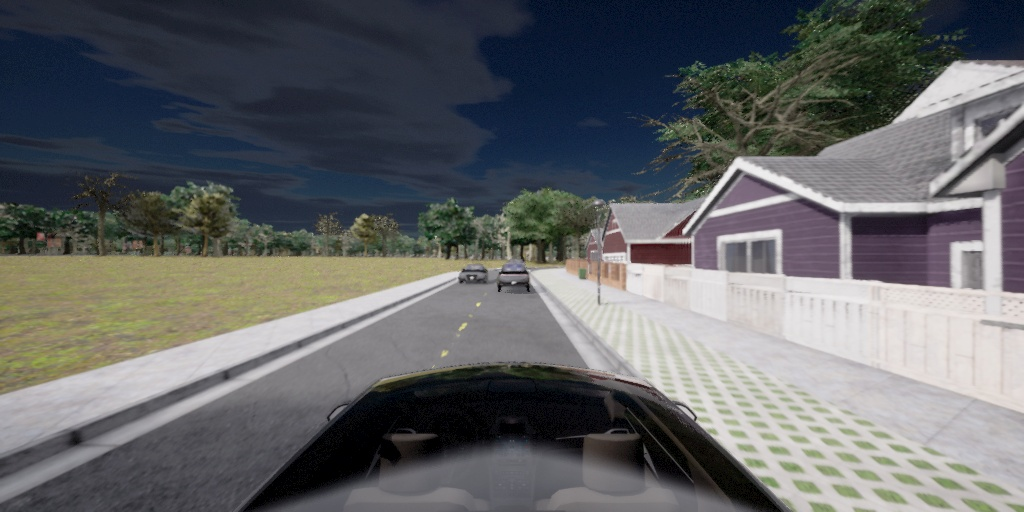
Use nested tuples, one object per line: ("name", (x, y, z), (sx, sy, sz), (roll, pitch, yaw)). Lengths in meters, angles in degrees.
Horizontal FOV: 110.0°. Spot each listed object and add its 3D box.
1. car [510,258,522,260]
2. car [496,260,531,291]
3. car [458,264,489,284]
("car", (0.528, 1.064, 39.959), (2.097, 1.767, 4.553), (0, 0, 6))
("car", (0.100, 1.219, 21.339), (2.128, 1.511, 4.902), (0, 0, 0))
("car", (-2.750, 1.305, 26.580), (1.994, 1.385, 4.181), (0, 0, 0))
